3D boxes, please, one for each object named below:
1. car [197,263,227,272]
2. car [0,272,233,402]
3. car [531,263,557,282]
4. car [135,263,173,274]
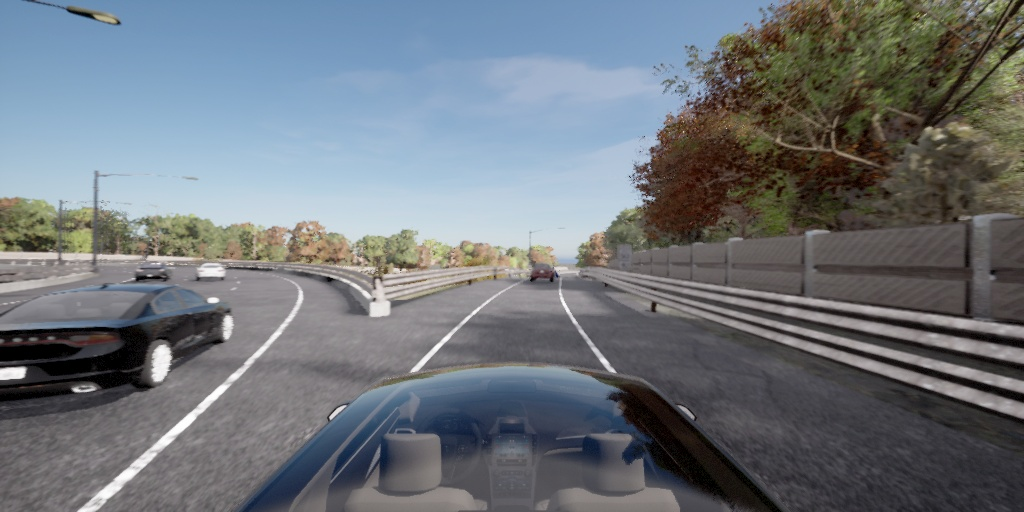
[{"bbox_3d":[-25.841,1.360,30.854,1.812,1.442,4.674,1,-1,-39],"label":"car"},{"bbox_3d":[-6.769,1.223,6.425,1.882,1.535,5.008,1,-1,-23],"label":"car"},{"bbox_3d":[2.998,1.489,34.578,2.097,1.767,4.553,0,-1,8],"label":"car"},{"bbox_3d":[-28.689,1.287,28.808,2.128,1.511,4.902,1,-1,-39],"label":"car"}]
